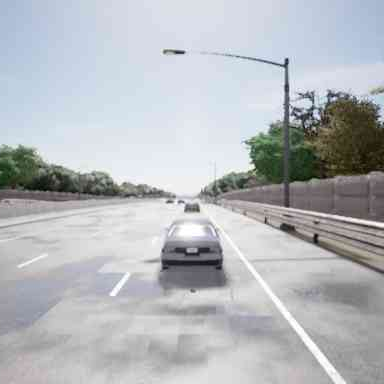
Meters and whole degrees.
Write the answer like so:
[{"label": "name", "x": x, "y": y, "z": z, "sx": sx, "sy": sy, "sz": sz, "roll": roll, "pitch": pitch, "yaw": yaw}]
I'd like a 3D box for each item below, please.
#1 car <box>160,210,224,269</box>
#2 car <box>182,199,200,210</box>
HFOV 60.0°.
[{"label": "car", "x": 0.004, "y": 1.564, "z": 11.151, "sx": 2.033, "sy": 1.411, "sz": 5.357, "roll": 0, "pitch": 0, "yaw": 0}, {"label": "car", "x": 0.015, "y": 1.772, "z": 43.106, "sx": 1.994, "sy": 1.385, "sz": 4.181, "roll": 0, "pitch": -1, "yaw": 0}]
